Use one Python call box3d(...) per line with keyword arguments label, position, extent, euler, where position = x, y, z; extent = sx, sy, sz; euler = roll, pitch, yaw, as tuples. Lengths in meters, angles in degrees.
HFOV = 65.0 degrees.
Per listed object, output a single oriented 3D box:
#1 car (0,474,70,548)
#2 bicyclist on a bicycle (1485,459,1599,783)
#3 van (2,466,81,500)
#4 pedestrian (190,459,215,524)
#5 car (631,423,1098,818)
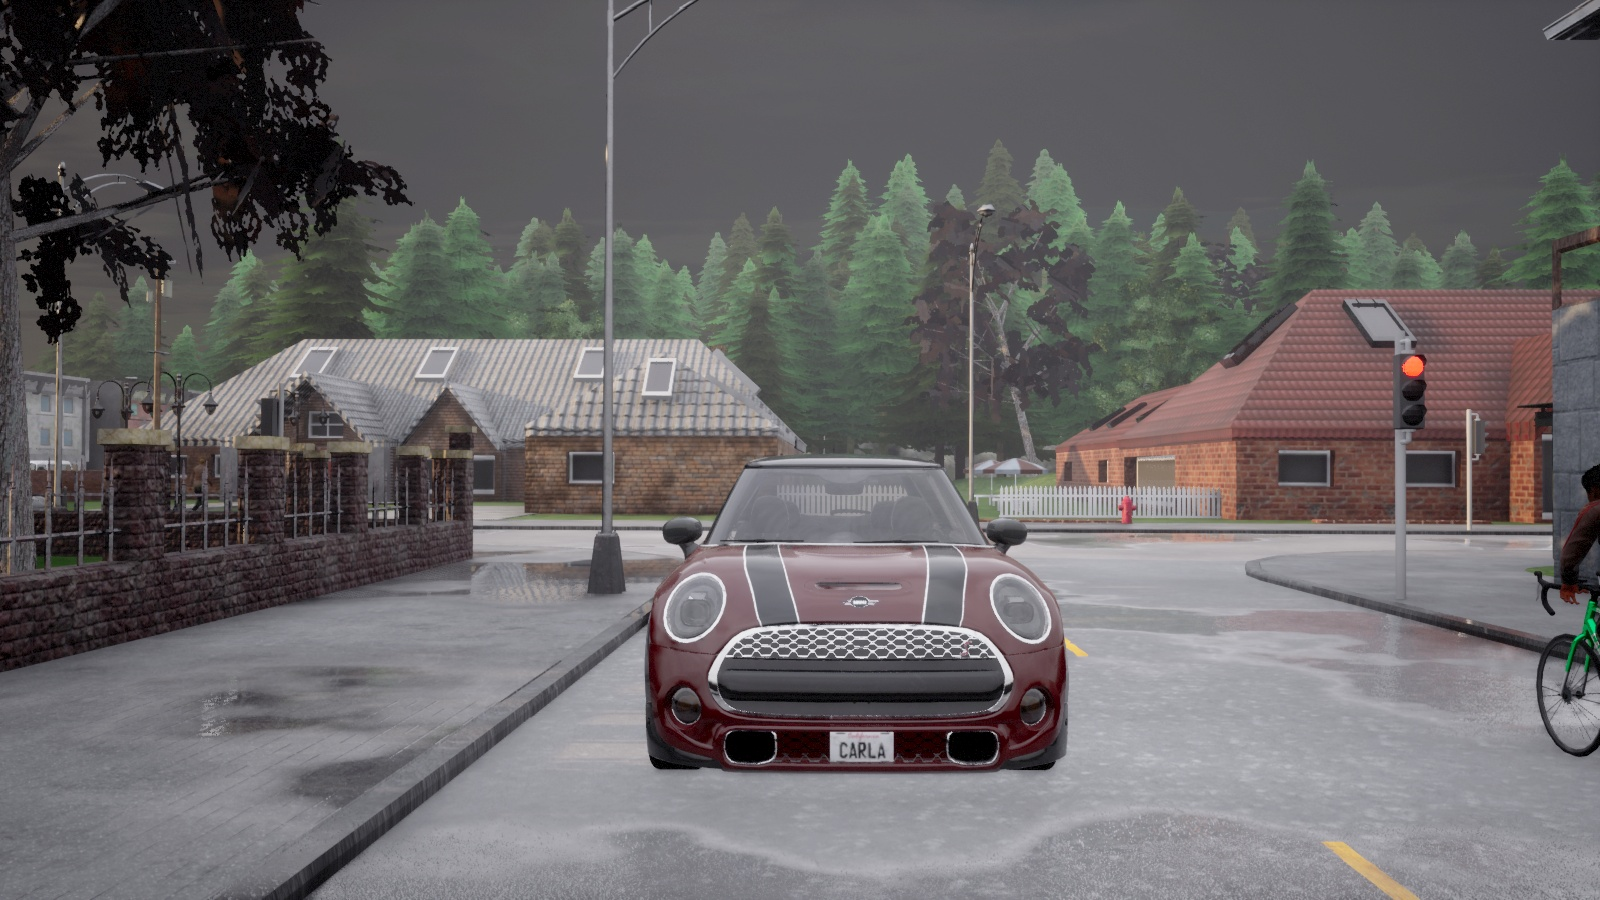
box3d(label="car", position=(-18.574, 1.289, 27.041), extent=(4.514, 1.525, 2.007), euler=(0, -1, 0))
box3d(label="bicyclist on a bicycle", position=(4.294, 0.860, 6.524), extent=(0.582, 1.620, 1.656), euler=(0, -1, 2))
box3d(label="van", position=(-46.871, 2.027, 77.685), extent=(2.069, 2.038, 4.480), euler=(0, -1, 2))
box3d(label="pedestrian", position=(-17.136, 1.196, 36.024), extent=(0.331, 1.846, 0.634), euler=(0, -1, 10))
box3d(label="car", position=(0.271, 0.805, 7.943), extent=(2.097, 1.767, 4.553), euler=(0, -1, 0))
